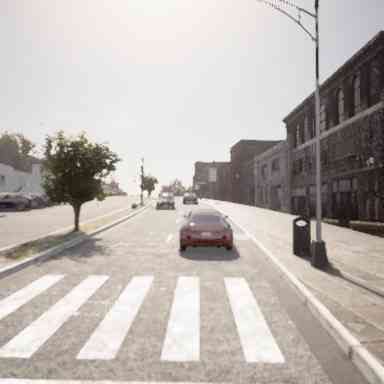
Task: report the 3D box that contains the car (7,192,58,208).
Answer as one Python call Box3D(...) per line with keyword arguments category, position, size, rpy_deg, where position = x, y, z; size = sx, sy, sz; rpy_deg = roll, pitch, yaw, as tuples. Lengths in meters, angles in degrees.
Box3D(category="car", position=(-16.619, 0.798, 34.861), size=(4.674, 1.452, 2.002), rpy_deg=(0, 1, -22))

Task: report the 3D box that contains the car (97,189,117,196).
Box3D(category="car", position=(-21.814, 0.165, 84.966), size=(4.553, 1.767, 2.185), rpy_deg=(0, 0, -27))

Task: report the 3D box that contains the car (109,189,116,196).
Box3D(category="car", position=(-20.724, 0.275, 76.113), size=(5.008, 1.535, 2.097), rpy_deg=(0, 0, -27))

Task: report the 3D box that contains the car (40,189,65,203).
Box3D(category="car", position=(-16.987, 0.538, 40.740), size=(4.553, 1.767, 2.185), rpy_deg=(0, 1, -23))

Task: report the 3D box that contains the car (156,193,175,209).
Box3D(category="car", position=(-2.737, 1.053, 35.092), size=(1.895, 1.301, 4.718), rpy_deg=(1, 1, -3))

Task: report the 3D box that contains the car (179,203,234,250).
Box3D(category="car", position=(0.542, 1.380, 13.377), size=(1.994, 1.385, 4.181), rpy_deg=(1, 1, 1))

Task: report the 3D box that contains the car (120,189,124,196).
Box3D(category="car", position=(-22.466, 0.079, 90.909), size=(5.566, 2.045, 2.435), rpy_deg=(0, -1, -27))

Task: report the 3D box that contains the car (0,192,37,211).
Box3D(category="car", position=(-16.413, 0.885, 28.941), size=(4.792, 1.488, 2.163), rpy_deg=(0, 1, -21))

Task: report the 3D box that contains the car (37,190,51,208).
Box3D(category="car", position=(-16.478, 0.807, 31.906), size=(4.892, 1.521, 2.231), rpy_deg=(0, 1, -22))

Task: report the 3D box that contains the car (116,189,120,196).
Box3D(category="car", position=(-21.272, 0.276, 82.113), size=(5.366, 1.575, 1.946), rpy_deg=(0, 0, -27))

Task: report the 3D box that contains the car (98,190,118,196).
Box3D(category="car", position=(-22.141, 0.346, 87.932), size=(4.674, 1.452, 2.002), rpy_deg=(0, -1, -27))

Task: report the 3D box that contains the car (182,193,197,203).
Box3D(category="car", position=(-0.366, 0.837, 46.318), size=(2.128, 1.511, 4.902), rpy_deg=(1, 1, -4))
